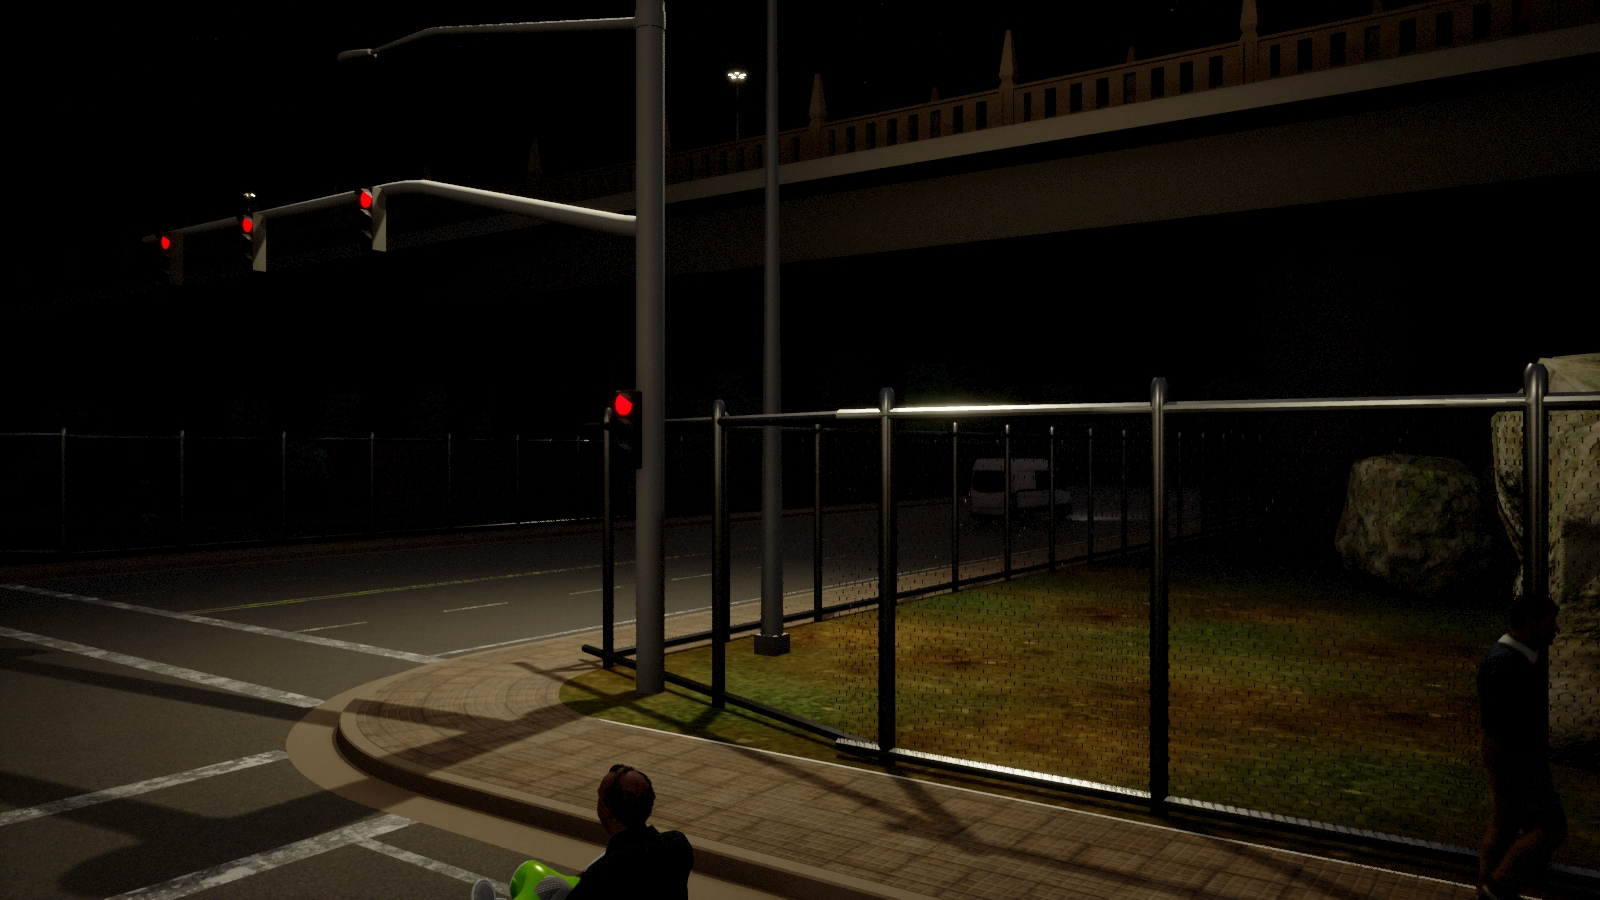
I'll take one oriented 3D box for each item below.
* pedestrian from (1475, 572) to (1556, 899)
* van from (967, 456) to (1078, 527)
[{"bbox_3d":[4.003,1.643,6.391,0.375,1.860,0.375,0,0,33],"label":"pedestrian"},{"bbox_3d":[8.766,1.534,44.567,1.988,2.561,5.915,0,0,35],"label":"van"}]
